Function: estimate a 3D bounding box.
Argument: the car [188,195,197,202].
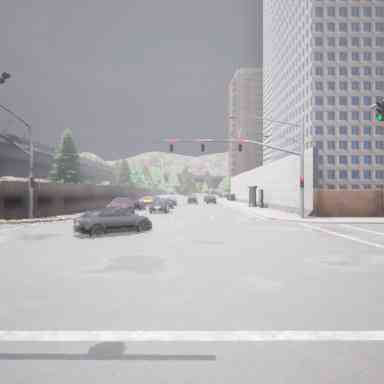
[{"bbox_3d":[0.109,1.328,74.467,1.837,1.490,4.892,0,0,0],"label":"car"}]

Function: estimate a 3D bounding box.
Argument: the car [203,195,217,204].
[{"bbox_3d":[3.694,1.505,64.119,1.837,1.490,4.892,0,0,0],"label":"car"}]

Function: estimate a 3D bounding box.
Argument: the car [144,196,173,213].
[{"bbox_3d":[-3.535,1.491,36.458,2.128,1.511,4.902,0,0,0],"label":"car"}]

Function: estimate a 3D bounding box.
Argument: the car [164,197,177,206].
[{"bbox_3d":[-3.496,1.601,55.360,1.895,1.301,4.718,0,0,0],"label":"car"}]

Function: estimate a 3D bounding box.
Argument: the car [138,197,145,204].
[{"bbox_3d":[-7.032,1.601,41.860,1.895,1.301,4.718,0,0,0],"label":"car"}]

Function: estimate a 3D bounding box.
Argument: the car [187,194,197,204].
[{"bbox_3d":[0.094,1.478,64.245,1.882,1.535,5.008,0,0,0],"label":"car"}]

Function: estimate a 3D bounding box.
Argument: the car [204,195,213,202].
[{"bbox_3d":[3.610,1.500,74.516,1.837,1.490,4.892,0,0,0],"label":"car"}]

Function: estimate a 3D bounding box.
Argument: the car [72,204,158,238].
[{"bbox_3d":[-4.274,1.588,18.067,4.181,1.385,1.994,0,0,-41],"label":"car"}]

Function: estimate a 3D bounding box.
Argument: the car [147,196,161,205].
[{"bbox_3d":[-6.973,1.478,61.449,1.882,1.535,5.008,0,0,1],"label":"car"}]

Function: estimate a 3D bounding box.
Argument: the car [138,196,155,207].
[{"bbox_3d":[-7.012,1.478,51.376,1.882,1.535,5.008,0,0,0],"label":"car"}]

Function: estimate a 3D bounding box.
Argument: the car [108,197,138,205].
[{"bbox_3d":[-7.045,1.352,32.874,2.097,1.767,4.553,0,0,0],"label":"car"}]

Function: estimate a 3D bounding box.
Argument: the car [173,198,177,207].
[{"bbox_3d":[-3.531,1.564,45.378,1.994,1.385,4.181,0,0,-1],"label":"car"}]
